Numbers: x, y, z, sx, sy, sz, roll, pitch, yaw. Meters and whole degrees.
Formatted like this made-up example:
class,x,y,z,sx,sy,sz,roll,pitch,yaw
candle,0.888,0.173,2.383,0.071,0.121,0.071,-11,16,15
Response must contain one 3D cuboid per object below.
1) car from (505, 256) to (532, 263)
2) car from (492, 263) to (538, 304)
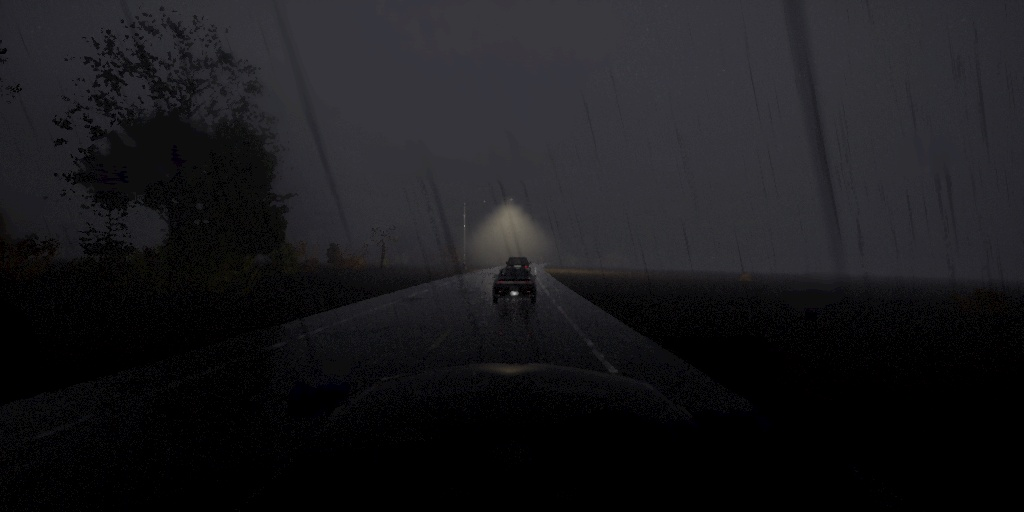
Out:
class,x,y,z,sx,sy,sz,roll,pitch,yaw
car,0.562,1.058,31.433,2.150,2.045,5.566,0,0,2
car,0.140,1.256,16.439,2.128,1.511,4.902,0,0,1
